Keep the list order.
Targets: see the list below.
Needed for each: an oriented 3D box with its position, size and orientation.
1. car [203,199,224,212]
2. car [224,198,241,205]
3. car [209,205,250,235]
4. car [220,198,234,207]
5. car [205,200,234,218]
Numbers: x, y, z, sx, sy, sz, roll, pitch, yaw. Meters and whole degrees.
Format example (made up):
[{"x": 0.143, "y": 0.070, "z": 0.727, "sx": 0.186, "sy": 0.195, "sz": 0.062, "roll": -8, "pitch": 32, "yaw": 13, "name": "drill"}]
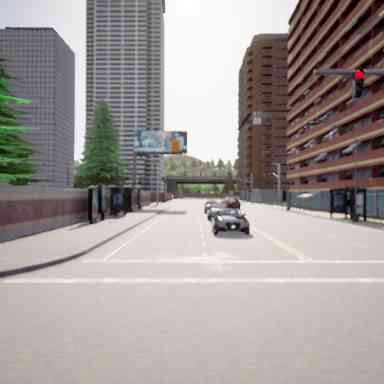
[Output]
[{"x": 2.444, "y": 1.774, "z": 40.147, "sx": 1.837, "sy": 1.490, "sz": 4.892, "roll": 0, "pitch": 0, "yaw": 1, "name": "car"}, {"x": 6.173, "y": 1.822, "z": 49.687, "sx": 1.882, "sy": 1.535, "sz": 5.008, "roll": 0, "pitch": 0, "yaw": 1, "name": "car"}, {"x": 2.234, "y": 1.705, "z": 19.843, "sx": 1.994, "sy": 1.385, "sz": 4.181, "roll": 0, "pitch": 0, "yaw": 1, "name": "car"}, {"x": 6.220, "y": 1.884, "z": 59.514, "sx": 1.882, "sy": 1.535, "sz": 5.008, "roll": 0, "pitch": 0, "yaw": 1, "name": "car"}, {"x": 2.341, "y": 1.730, "z": 29.766, "sx": 1.812, "sy": 1.442, "sz": 4.674, "roll": 0, "pitch": 0, "yaw": 0, "name": "car"}]
